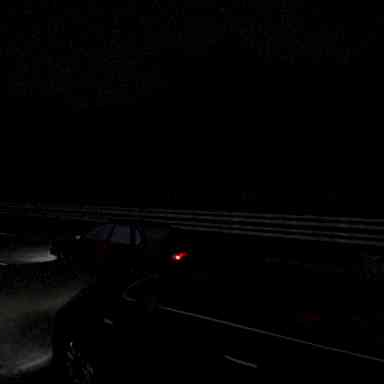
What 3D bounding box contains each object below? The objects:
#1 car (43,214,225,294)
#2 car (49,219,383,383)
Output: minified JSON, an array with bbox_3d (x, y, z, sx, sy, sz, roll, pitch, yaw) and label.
[{"bbox_3d":[-1.882,1.514,9.633,5.357,1.411,2.033,0,0,35],"label":"car"},{"bbox_3d":[0.502,1.344,3.634,4.553,1.767,2.097,0,0,35],"label":"car"}]
